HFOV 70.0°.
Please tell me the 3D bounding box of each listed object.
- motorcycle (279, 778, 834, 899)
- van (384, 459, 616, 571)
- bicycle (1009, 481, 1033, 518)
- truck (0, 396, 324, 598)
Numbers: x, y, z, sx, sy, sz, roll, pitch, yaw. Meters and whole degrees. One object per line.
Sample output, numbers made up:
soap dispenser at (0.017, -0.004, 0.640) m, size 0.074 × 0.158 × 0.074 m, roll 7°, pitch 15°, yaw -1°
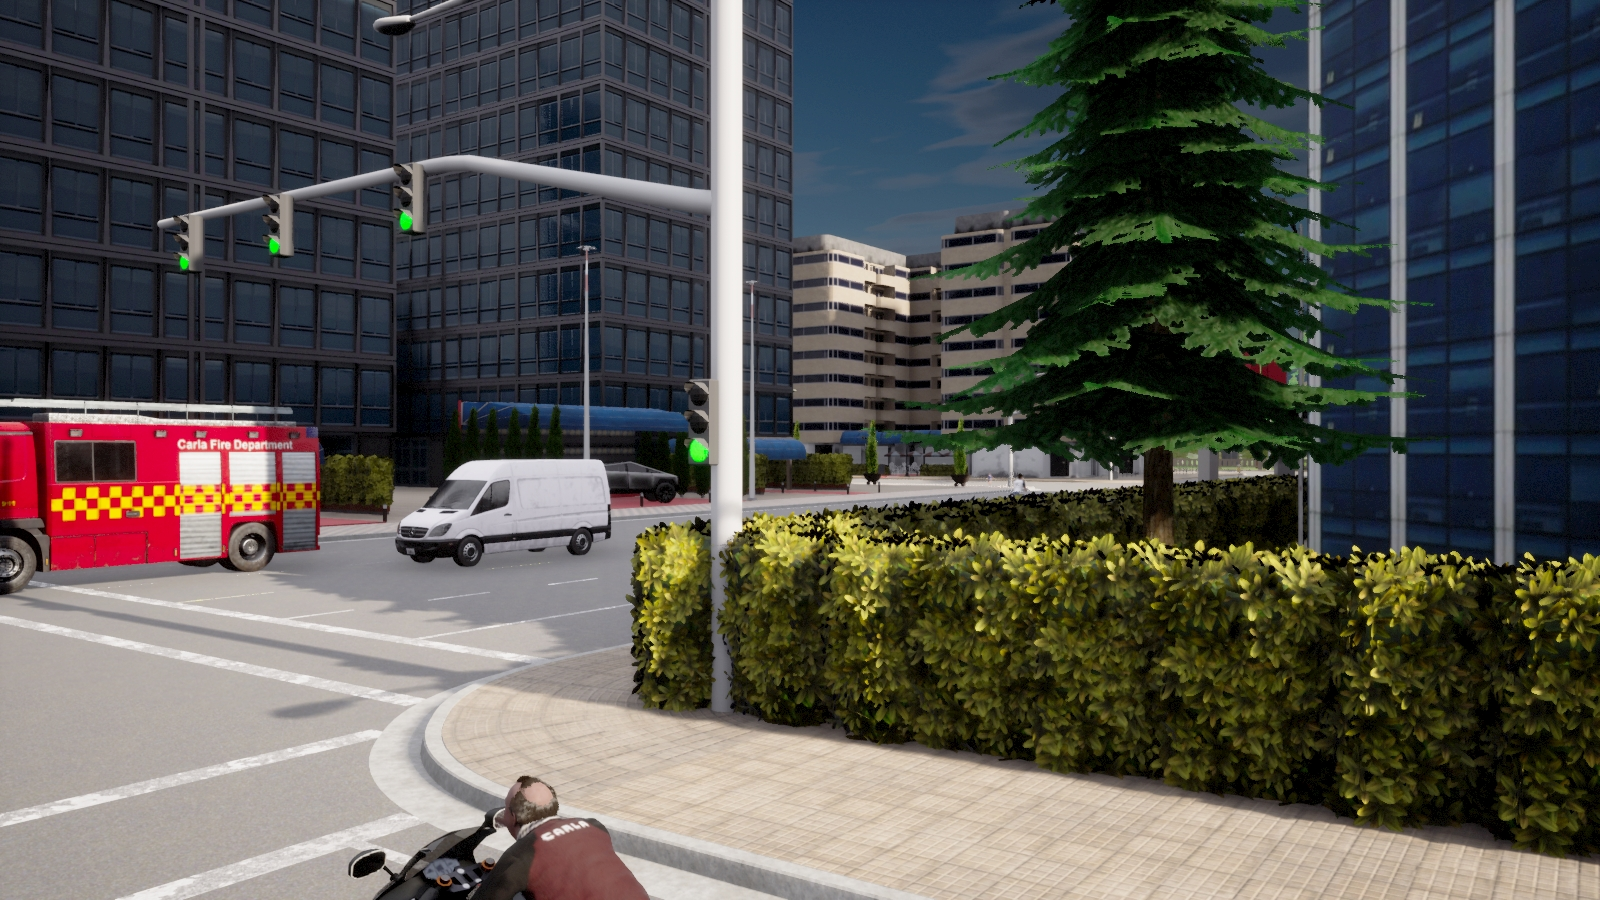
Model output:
motorcycle at (-1.027, 2.205, 4.504) m, size 2.209 × 1.251 × 0.867 m, roll 0°, pitch 0°, yaw 35°
van at (-7.573, 1.533, 29.577) m, size 1.988 × 2.561 × 5.915 m, roll 0°, pitch 0°, yaw 35°
bicycle at (9.257, 2.055, 47.839) m, size 0.373 × 1.496 × 1.643 m, roll 0°, pitch 0°, yaw 35°
truck at (-14.959, 0.889, 24.598) m, size 2.891 × 3.827 × 8.468 m, roll 0°, pitch 0°, yaw 34°
